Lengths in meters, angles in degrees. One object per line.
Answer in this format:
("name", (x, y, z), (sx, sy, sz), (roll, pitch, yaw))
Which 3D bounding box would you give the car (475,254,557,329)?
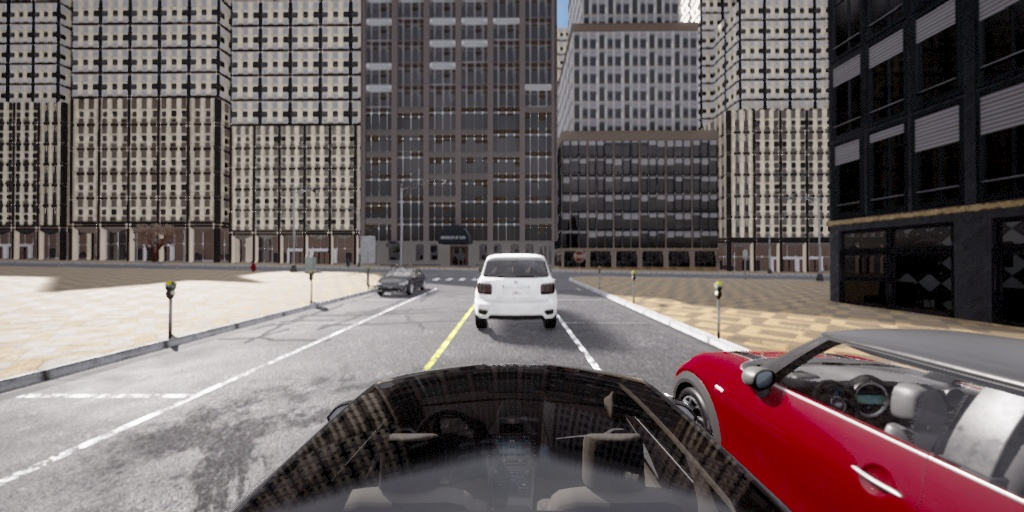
("car", (0.101, 0.951, 11.266), (2.150, 2.045, 5.566), (0, 0, 0))

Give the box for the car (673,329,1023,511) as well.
("car", (2.692, 1.188, 2.300), (1.967, 1.591, 4.097), (0, 0, 0))

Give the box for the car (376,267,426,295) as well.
("car", (-5.819, 1.261, 19.234), (2.007, 1.370, 4.403), (0, 0, 0))
